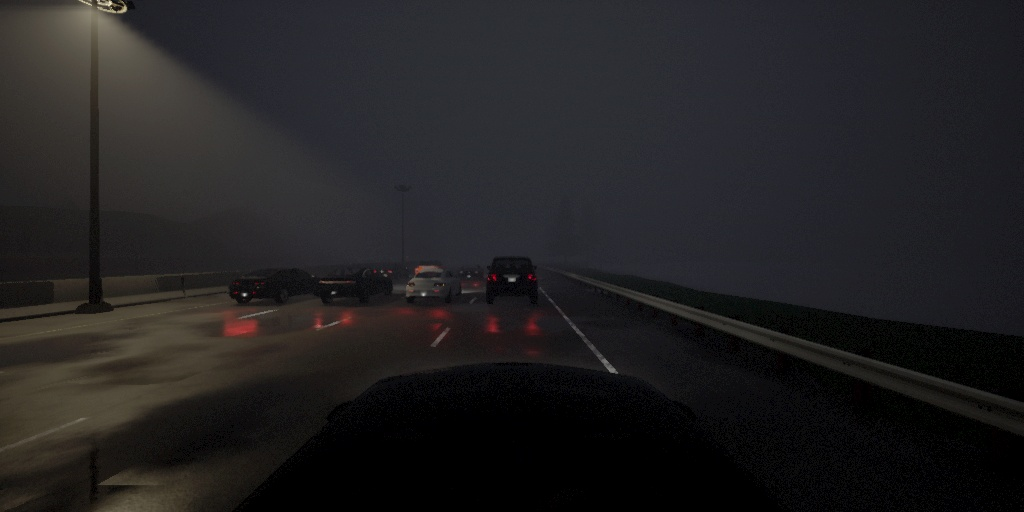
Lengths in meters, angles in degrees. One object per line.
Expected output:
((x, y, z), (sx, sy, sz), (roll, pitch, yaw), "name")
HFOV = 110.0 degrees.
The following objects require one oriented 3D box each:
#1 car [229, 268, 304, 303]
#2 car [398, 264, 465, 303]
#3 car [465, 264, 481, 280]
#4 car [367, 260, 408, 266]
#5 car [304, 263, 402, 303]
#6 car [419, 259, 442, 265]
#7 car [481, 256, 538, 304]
((-10.500, 1.267, 16.500), (1.837, 1.490, 4.892), (0, 0, 0), "car")
((-3.500, 1.284, 16.500), (1.812, 1.442, 4.674), (0, 0, 0), "car")
((-3.500, 1.367, 31.530), (1.895, 1.301, 4.718), (0, 0, 0), "car")
((-10.500, 1.314, 31.500), (2.033, 1.411, 5.357), (0, 0, 0), "car")
((-7.000, 1.246, 16.500), (2.128, 1.511, 4.902), (0, 0, 0), "car")
((-7.000, 1.117, 31.470), (2.097, 1.767, 4.553), (0, 0, 0), "car")
((0.000, 1.008, 16.530), (2.150, 2.045, 5.566), (0, 0, 0), "car")
